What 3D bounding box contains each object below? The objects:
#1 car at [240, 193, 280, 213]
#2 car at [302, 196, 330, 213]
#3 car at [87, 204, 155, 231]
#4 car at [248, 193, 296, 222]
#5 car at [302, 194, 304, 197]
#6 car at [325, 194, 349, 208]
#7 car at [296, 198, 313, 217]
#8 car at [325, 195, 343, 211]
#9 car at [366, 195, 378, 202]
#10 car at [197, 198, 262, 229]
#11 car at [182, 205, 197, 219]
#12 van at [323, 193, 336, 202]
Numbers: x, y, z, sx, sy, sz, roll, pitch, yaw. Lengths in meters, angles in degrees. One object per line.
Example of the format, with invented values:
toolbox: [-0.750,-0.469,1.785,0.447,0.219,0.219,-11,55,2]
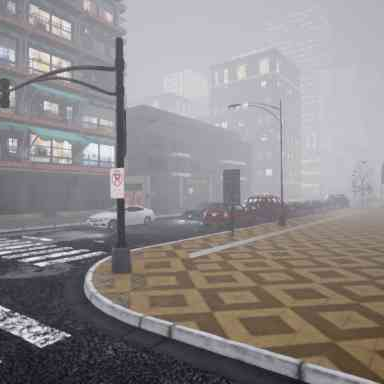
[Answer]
car: [7.649,1.167,36.976,2.150,2.045,5.566,-1,0,36]
car: [12.383,1.421,34.280,1.887,1.381,4.507,-1,0,36]
car: [-4.294,1.515,20.727,1.812,1.442,4.674,-1,0,36]
car: [5.758,1.215,25.266,2.192,1.841,5.009,-1,0,36]
car: [22.488,1.439,61.346,1.752,1.417,4.829,-1,0,36]
car: [19.003,1.167,43.296,2.192,1.841,5.009,-1,0,36]
car: [9.072,1.470,29.772,1.802,1.307,4.206,-1,0,36]
car: [15.695,1.415,38.787,2.008,1.369,4.403,-1,0,36]
car: [35.562,1.333,65.833,1.887,1.381,4.507,-1,0,36]
car: [2.449,1.352,20.758,1.967,1.590,4.097,-1,0,36]
car: [1.405,1.516,28.480,2.033,1.411,5.357,-1,0,36]
van: [29.210,1.229,70.498,1.690,1.788,3.998,-1,0,36]
